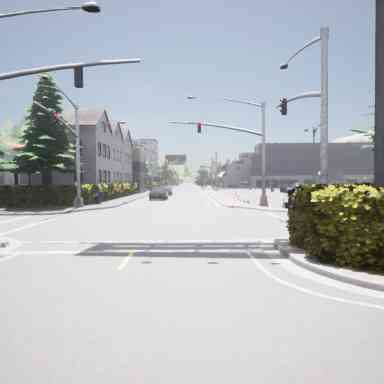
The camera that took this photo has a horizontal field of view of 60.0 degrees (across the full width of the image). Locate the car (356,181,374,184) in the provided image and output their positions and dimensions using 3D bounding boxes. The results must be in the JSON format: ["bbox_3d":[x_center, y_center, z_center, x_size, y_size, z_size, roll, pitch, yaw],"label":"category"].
[{"bbox_3d":[18.922,-0.184,34.310,1.905,1.878,3.866,-1,2,-1],"label":"car"}]

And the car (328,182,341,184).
[{"bbox_3d":[25.143,-1.052,59.598,2.152,1.636,5.027,-1,2,-1],"label":"car"}]

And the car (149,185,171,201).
[{"bbox_3d":[-3.822,0.119,38.364,1.882,1.535,5.008,-1,2,0],"label":"car"}]

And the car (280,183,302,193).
[{"bbox_3d":[15.125,-0.545,52.157,2.007,1.523,4.514,-1,2,-1],"label":"car"}]

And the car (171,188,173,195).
[{"bbox_3d":[-3.870,-0.236,48.974,2.128,1.511,4.902,-1,2,0],"label":"car"}]

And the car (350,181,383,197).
[{"bbox_3d":[22.145,-0.472,42.199,1.932,1.855,4.605,-1,2,-1],"label":"car"}]
